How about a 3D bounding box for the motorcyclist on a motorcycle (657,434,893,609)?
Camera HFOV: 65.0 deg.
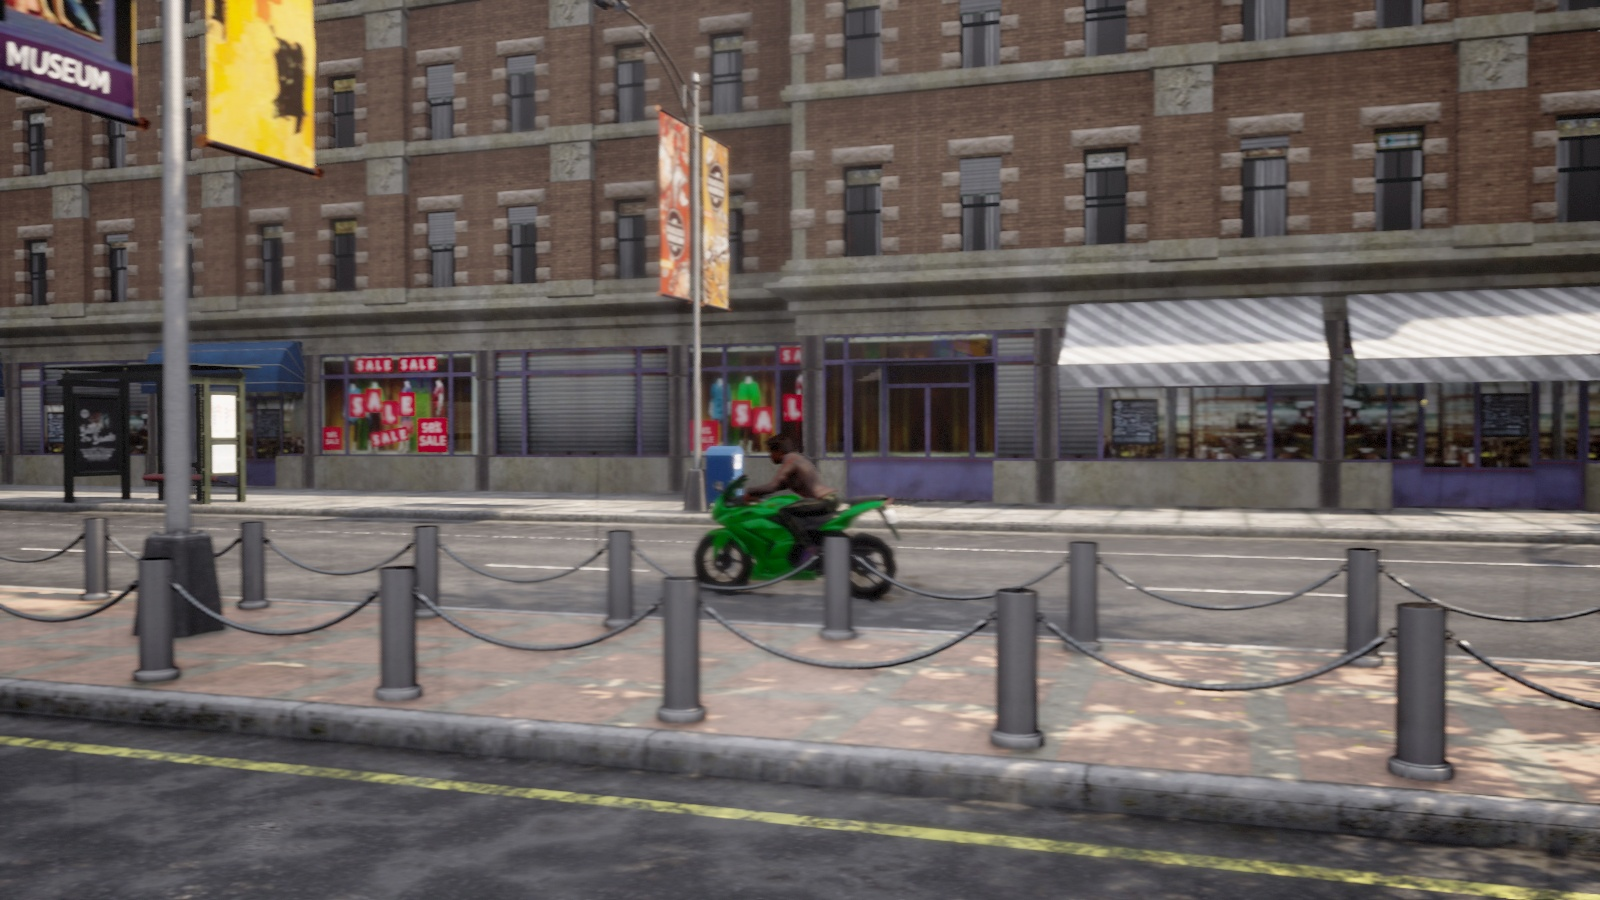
[{"bbox_3d":[-0.229,0.620,11.710,2.044,1.523,0.797,1,1,19],"label":"motorcyclist on a motorcycle"}]
